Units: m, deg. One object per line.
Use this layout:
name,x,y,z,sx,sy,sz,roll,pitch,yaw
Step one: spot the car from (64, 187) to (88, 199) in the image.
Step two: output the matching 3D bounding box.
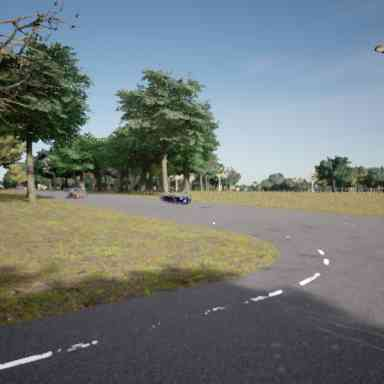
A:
car,-17.957,0.154,52.117,2.097,1.767,4.553,-1,2,-34

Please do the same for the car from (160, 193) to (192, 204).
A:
car,-2.105,0.745,41.757,1.895,1.301,4.718,-1,2,-35
